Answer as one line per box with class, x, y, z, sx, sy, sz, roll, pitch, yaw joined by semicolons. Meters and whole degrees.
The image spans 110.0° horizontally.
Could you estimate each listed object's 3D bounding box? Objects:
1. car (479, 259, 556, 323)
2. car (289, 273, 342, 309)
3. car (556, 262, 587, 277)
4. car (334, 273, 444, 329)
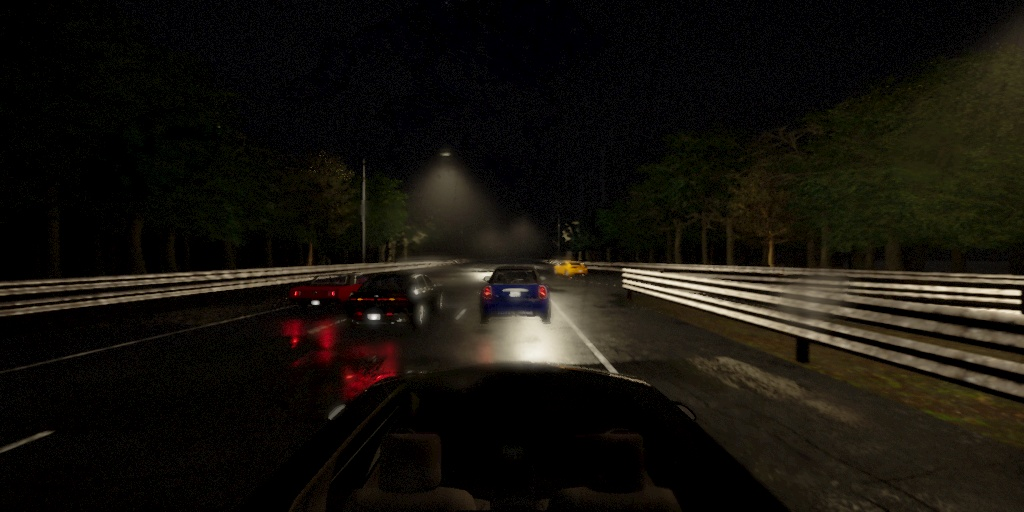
car;0.099;1.103;12.239;2.097;1.767;4.553;0;0;0
car;-6.898;1.355;14.821;1.895;1.301;4.718;0;0;0
car;5.838;1.300;36.122;1.882;1.535;5.008;0;0;-14
car;-3.400;1.256;11.272;1.837;1.490;4.892;0;0;0
